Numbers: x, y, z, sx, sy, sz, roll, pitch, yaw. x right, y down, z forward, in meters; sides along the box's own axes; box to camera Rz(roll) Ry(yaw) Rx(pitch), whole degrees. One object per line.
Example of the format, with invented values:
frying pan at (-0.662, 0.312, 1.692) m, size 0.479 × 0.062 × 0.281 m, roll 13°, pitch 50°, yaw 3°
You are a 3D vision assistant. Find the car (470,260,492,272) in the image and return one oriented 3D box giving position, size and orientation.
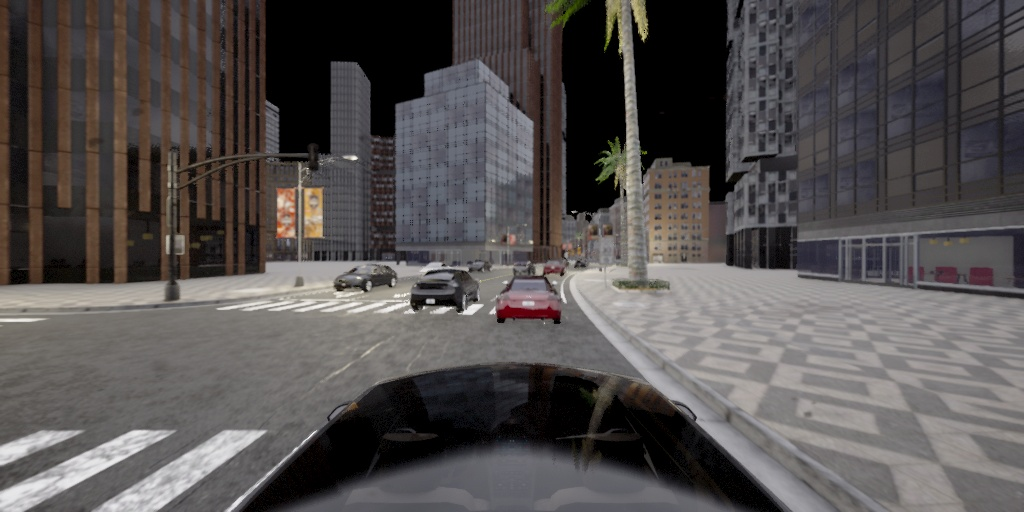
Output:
car at (-3.933, 1.304, 44.780) m, size 1.837 × 1.490 × 4.892 m, roll 0°, pitch 0°, yaw 16°

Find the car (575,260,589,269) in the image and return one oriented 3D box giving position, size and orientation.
car at (11.958, 1.393, 61.117) m, size 1.837 × 1.490 × 4.892 m, roll 0°, pitch 0°, yaw 22°

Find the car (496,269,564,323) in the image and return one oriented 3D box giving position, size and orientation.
car at (0.615, 1.326, 12.223) m, size 1.994 × 1.385 × 4.181 m, roll 0°, pitch 0°, yaw 4°

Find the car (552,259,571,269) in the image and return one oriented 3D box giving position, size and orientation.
car at (8.621, 1.366, 61.530) m, size 2.128 × 1.511 × 4.902 m, roll 0°, pitch 0°, yaw 22°

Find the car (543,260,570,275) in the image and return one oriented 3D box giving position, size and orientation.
car at (4.594, 1.172, 38.021) m, size 2.097 × 1.767 × 4.553 m, roll 0°, pitch 0°, yaw 13°

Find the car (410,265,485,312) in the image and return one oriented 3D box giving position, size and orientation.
car at (-2.480, 1.261, 14.249) m, size 1.837 × 1.490 × 4.892 m, roll 0°, pitch 0°, yaw 5°

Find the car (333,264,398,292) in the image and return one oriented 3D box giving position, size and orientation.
car at (-8.529, 1.256, 21.292) m, size 1.837 × 1.490 × 4.892 m, roll 0°, pitch 0°, yaw 8°

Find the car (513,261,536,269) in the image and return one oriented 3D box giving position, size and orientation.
car at (1.383, 1.301, 38.581) m, size 2.128 × 1.511 × 4.902 m, roll 0°, pitch 0°, yaw 13°

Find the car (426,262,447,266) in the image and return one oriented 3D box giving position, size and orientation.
car at (-6.815, 1.299, 32.148) m, size 1.812 × 1.442 × 4.674 m, roll 0°, pitch 0°, yaw 11°
